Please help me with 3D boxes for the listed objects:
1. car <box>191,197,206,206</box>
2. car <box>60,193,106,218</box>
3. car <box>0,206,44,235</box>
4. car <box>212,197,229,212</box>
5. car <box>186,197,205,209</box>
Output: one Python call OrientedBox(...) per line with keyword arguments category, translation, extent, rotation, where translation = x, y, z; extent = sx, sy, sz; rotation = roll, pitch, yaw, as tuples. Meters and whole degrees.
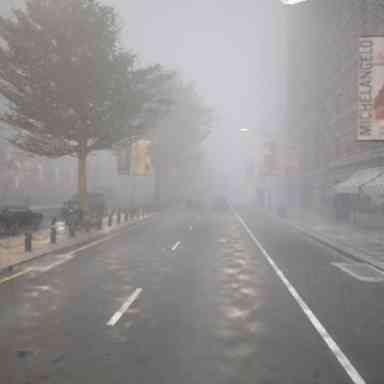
OrientedBox(category="car", translation=(1.099, 1.538, 54.975), extent=(2.033, 1.411, 5.357), rotation=(1, 0, 5))
OrientedBox(category="car", translation=(-9.247, 1.093, 28.849), extent=(2.150, 2.045, 5.566), rotation=(1, 0, 5))
OrientedBox(category="car", translation=(-10.179, 1.465, 18.149), extent=(1.895, 1.301, 4.718), rotation=(1, 0, 5))
OrientedBox(category="car", translation=(3.439, 1.627, 40.126), extent=(1.895, 1.301, 4.718), rotation=(1, 0, 5))
OrientedBox(category="car", translation=(0.350, 1.463, 45.196), extent=(1.882, 1.535, 5.008), rotation=(1, 0, 5))
